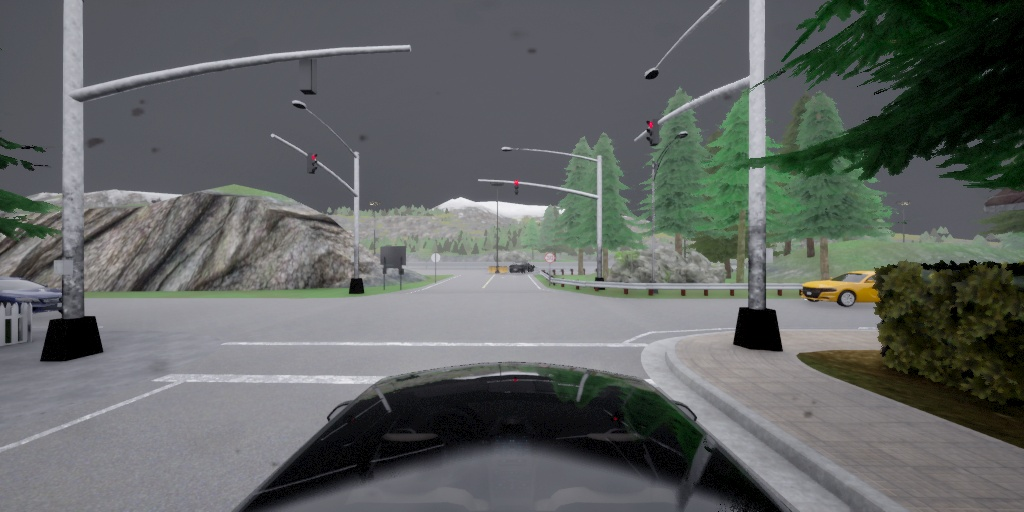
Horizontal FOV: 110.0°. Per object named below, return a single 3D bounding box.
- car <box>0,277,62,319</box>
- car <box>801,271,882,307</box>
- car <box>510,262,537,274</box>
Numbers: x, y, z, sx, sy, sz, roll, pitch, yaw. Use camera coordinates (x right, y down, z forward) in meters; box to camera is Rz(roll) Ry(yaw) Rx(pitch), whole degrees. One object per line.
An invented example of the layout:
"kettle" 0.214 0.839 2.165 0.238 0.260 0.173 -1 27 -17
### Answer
"car" -18.276 1.467 12.714 4.674 1.442 1.812 0 0 0
"car" 15.958 1.419 16.220 5.008 1.535 1.882 0 0 0
"car" 1.458 1.419 44.075 1.882 1.535 5.008 -2 -1 25
